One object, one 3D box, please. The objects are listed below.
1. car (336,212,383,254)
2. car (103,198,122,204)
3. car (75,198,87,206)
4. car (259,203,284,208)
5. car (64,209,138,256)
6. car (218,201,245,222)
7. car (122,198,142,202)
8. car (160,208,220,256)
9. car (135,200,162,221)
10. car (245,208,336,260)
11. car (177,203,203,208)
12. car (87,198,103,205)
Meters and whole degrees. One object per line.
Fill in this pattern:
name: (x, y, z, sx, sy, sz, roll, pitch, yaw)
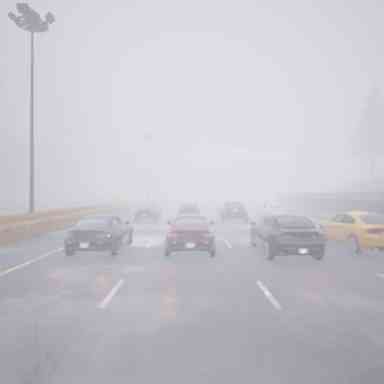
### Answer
car: (6.930, 1.548, 13.859, 1.882, 1.535, 5.008, 0, 0, 0)
car: (-14.063, 1.819, 61.973, 1.837, 1.490, 4.892, 0, 0, 13)
car: (-20.729, 1.853, 64.292, 1.812, 1.442, 4.674, 0, 0, 12)
car: (6.833, 1.669, 28.386, 1.812, 1.442, 4.674, 0, 0, 1)
car: (-3.566, 1.593, 13.280, 1.812, 1.442, 4.674, 0, 0, 0)
car: (3.322, 1.491, 27.564, 2.097, 1.767, 4.553, 0, 0, 1)
car: (-10.560, 1.806, 61.572, 2.128, 1.511, 4.902, 0, 0, 13)
car: (-0.065, 1.593, 13.297, 1.812, 1.442, 4.674, 0, 0, 0)
car: (-3.668, 1.669, 28.219, 1.812, 1.442, 4.674, 0, 0, 1)
car: (3.436, 1.571, 12.684, 1.837, 1.490, 4.892, 0, 0, 0)
car: (-0.179, 1.647, 27.636, 1.837, 1.490, 4.892, 0, 0, 1)
car: (-17.356, 1.800, 63.334, 1.882, 1.535, 5.008, 0, 0, 12)
